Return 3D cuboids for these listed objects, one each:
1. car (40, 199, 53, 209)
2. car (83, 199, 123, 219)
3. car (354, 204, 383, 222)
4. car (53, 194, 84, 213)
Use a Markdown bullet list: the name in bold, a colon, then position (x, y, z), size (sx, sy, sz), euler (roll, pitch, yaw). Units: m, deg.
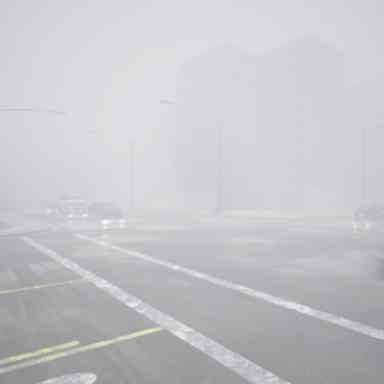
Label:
- **car**: position (-19.845, 1.634, 46.400), size (1.994, 1.385, 4.181), euler (0, 0, -36)
- **car**: position (-7.981, 1.575, 30.258), size (1.837, 1.490, 4.892), euler (0, 0, -36)
- **car**: position (16.203, 1.796, 29.493), size (4.902, 1.511, 2.128), euler (1, -1, -38)
- **car**: position (-13.861, 1.292, 38.255), size (2.150, 2.045, 5.566), euler (0, 0, -36)
